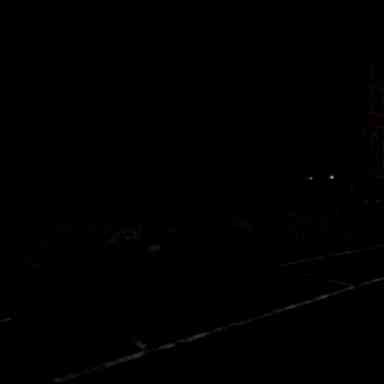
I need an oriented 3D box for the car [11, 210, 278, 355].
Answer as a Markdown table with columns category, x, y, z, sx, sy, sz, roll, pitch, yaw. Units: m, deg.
| category | x | y | z | sx | sy | sz | roll | pitch | yaw |
| --- | --- | --- | --- | --- | --- | --- | --- | --- | --- |
| car | -0.527 | 1.312 | 6.276 | 5.009 | 1.841 | 2.192 | 0 | 0 | -35 |
